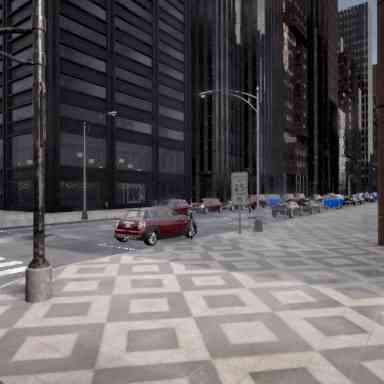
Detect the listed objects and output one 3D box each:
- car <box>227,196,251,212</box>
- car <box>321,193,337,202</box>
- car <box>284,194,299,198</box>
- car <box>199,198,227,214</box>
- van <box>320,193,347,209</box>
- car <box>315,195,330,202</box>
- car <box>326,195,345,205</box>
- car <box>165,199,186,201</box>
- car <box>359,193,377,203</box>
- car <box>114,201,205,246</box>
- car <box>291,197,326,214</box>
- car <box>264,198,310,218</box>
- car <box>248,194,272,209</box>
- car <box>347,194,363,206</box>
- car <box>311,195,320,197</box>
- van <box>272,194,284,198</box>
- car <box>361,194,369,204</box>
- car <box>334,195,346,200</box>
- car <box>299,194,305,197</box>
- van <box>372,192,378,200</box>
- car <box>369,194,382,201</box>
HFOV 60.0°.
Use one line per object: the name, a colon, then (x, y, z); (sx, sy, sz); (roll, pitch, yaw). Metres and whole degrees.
car: (4.678, 1.481, 38.388); (2.008, 1.369, 4.403); (0, 0, 36)
car: (30.866, 1.161, 74.829); (2.192, 1.841, 5.009); (0, 0, 36)
car: (14.498, 1.210, 52.053); (2.192, 1.841, 5.009); (0, 0, 36)
car: (1.404, 1.383, 33.832); (1.967, 1.590, 4.097); (0, 0, 36)
van: (18.157, 1.216, 42.536); (1.690, 1.788, 3.998); (0, 0, 36)
car: (27.593, 1.406, 70.274); (2.008, 1.369, 4.403); (0, 0, 36)
car: (23.805, 1.337, 54.958); (1.882, 1.535, 5.008); (0, 0, 35)
car: (-1.870, 1.396, 29.277); (1.967, 1.590, 4.097); (0, 0, 36)
car: (34.525, 1.369, 65.311); (1.887, 1.381, 4.507); (0, 0, 36)
car: (-1.483, 1.393, 15.208); (1.967, 1.590, 4.097); (0, 0, 36)
car: (11.611, 1.465, 33.427); (1.947, 1.339, 4.313); (0, 0, 36)
car: (8.337, 1.463, 28.872); (2.008, 1.369, 4.403); (0, 0, 36)
car: (7.951, 1.233, 42.943); (2.192, 1.841, 5.009); (0, 0, 36)
car: (24.704, 1.419, 51.646); (1.947, 1.339, 4.313); (0, 0, 36)
car: (24.319, 1.305, 65.719); (1.967, 1.590, 4.097); (0, 0, 36)
van: (11.224, 1.247, 47.497); (1.690, 1.788, 3.998); (0, 0, 36)
car: (27.978, 1.409, 56.201); (1.947, 1.339, 4.313); (0, 0, 36)
car: (37.414, 1.396, 83.939); (1.947, 1.339, 4.313); (0, 0, 36)
car: (17.771, 1.199, 56.607); (2.192, 1.841, 5.009); (0, 0, 36)
van: (37.797, 1.157, 69.865); (1.690, 1.788, 3.998); (0, 0, 36)
car: (41.071, 1.247, 74.420); (1.967, 1.590, 4.097); (0, 0, 36)
